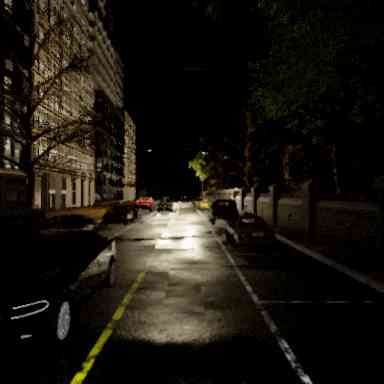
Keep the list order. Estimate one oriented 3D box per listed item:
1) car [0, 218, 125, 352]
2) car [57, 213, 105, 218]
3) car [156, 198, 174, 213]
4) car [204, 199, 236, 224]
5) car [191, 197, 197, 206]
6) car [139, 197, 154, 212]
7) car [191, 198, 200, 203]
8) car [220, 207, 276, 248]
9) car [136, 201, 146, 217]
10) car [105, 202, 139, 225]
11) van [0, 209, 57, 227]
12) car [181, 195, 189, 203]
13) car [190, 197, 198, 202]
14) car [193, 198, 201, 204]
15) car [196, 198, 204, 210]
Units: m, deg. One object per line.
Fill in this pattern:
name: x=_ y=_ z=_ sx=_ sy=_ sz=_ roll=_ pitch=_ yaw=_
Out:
car: x=-2.861 y=1.524 z=6.653 sx=1.882 sy=1.535 sz=5.008 roll=0 pitch=0 yaw=0
car: x=-5.517 y=1.645 z=14.804 sx=1.887 sy=1.381 sz=4.507 roll=0 pitch=0 yaw=0
car: x=-3.284 y=1.773 z=41.019 sx=1.837 sy=1.490 sz=4.892 roll=0 pitch=-1 yaw=-1
car: x=2.391 y=1.487 z=26.033 sx=2.192 sy=1.841 sz=5.009 roll=0 pitch=0 yaw=-1
car: x=1.200 y=1.856 z=62.952 sx=1.801 sy=1.575 sz=5.366 roll=0 pitch=0 yaw=-2
car: x=-5.929 y=1.591 z=42.543 sx=2.192 sy=1.841 sz=5.009 roll=0 pitch=0 yaw=-1
car: x=0.907 y=2.070 z=81.492 sx=1.947 sy=1.339 sz=4.313 roll=0 pitch=0 yaw=-2
car: x=2.506 y=1.626 z=15.105 sx=1.752 sy=1.417 sz=4.829 roll=0 pitch=0 yaw=-1
car: x=-5.717 y=1.789 z=31.448 sx=1.802 sy=1.307 sz=4.206 roll=0 pitch=0 yaw=-1
car: x=-5.633 y=1.716 z=25.899 sx=1.887 sy=1.381 sz=4.507 roll=0 pitch=0 yaw=-1
van: x=-5.483 y=1.405 z=9.259 sx=1.690 sy=1.788 sz=3.998 roll=0 pitch=0 yaw=0
car: x=-1.655 y=1.973 z=81.477 sx=2.033 sy=1.411 sz=5.357 roll=0 pitch=0 yaw=-2
car: x=0.527 y=2.133 z=92.585 sx=1.947 sy=1.339 sz=4.313 roll=0 pitch=0 yaw=-2
car: x=1.097 y=2.055 z=75.946 sx=1.802 sy=1.307 sz=4.206 roll=0 pitch=0 yaw=-2
car: x=1.960 y=1.837 z=48.388 sx=1.752 sy=1.417 sz=4.829 roll=0 pitch=0 yaw=-1
